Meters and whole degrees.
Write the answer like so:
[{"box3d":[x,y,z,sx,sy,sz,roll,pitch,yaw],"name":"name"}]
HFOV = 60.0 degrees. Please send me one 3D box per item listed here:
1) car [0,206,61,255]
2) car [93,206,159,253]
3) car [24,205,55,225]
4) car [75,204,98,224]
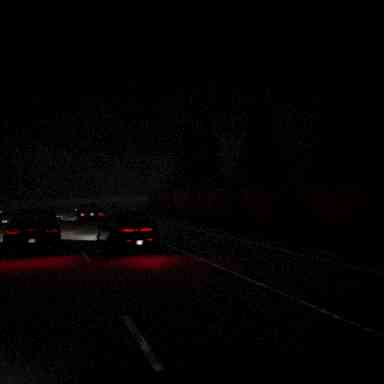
[{"box3d":[-6.535,1.540,13.821,1.882,1.535,5.008,0,0,-23],"name":"car"},{"box3d":[-2.838,1.558,14.099,1.837,1.490,4.892,0,0,-23],"name":"car"},{"box3d":[-11.768,1.717,25.978,1.895,1.301,4.718,0,0,-21],"name":"car"},{"box3d":[-8.022,1.653,25.925,2.033,1.411,5.357,0,0,-21],"name":"car"}]
